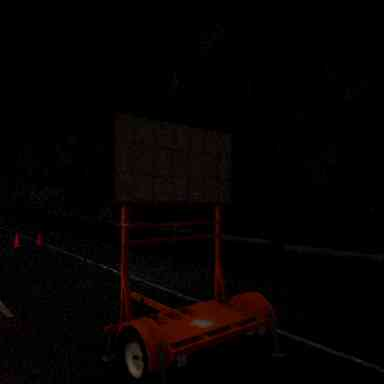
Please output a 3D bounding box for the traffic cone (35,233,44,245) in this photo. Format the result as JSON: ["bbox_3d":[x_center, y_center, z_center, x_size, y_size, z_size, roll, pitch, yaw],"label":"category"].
[{"bbox_3d":[-7.477,2.291,16.311,0.340,0.580,0.340,2,-2,-40],"label":"traffic cone"}]

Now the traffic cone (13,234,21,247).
[{"bbox_3d":[-8.247,2.264,15.674,0.340,0.580,0.340,2,-2,-40],"label":"traffic cone"}]

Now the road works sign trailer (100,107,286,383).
[{"bbox_3d":[-0.341,0.617,5.361,2.380,3.560,2.880,2,-2,-40],"label":"road works sign trailer"}]
